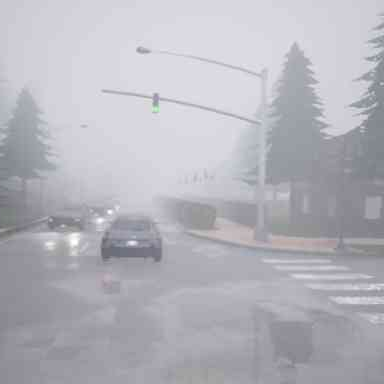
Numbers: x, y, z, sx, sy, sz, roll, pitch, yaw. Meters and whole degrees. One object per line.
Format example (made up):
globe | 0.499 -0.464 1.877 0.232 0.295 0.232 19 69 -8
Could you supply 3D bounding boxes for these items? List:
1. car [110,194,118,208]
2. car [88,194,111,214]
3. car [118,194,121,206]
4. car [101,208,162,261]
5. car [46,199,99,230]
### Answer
car | -10.136 1.251 39.232 1.837 1.490 4.892 1 0 -9
car | -8.668 1.265 29.781 1.882 1.535 5.008 1 0 -9
car | -11.706 1.054 49.598 2.097 1.767 4.553 1 0 -8
car | -2.152 1.513 12.212 1.994 1.385 4.181 2 0 -9
car | -7.149 1.377 20.075 2.033 1.411 5.357 1 0 -9
